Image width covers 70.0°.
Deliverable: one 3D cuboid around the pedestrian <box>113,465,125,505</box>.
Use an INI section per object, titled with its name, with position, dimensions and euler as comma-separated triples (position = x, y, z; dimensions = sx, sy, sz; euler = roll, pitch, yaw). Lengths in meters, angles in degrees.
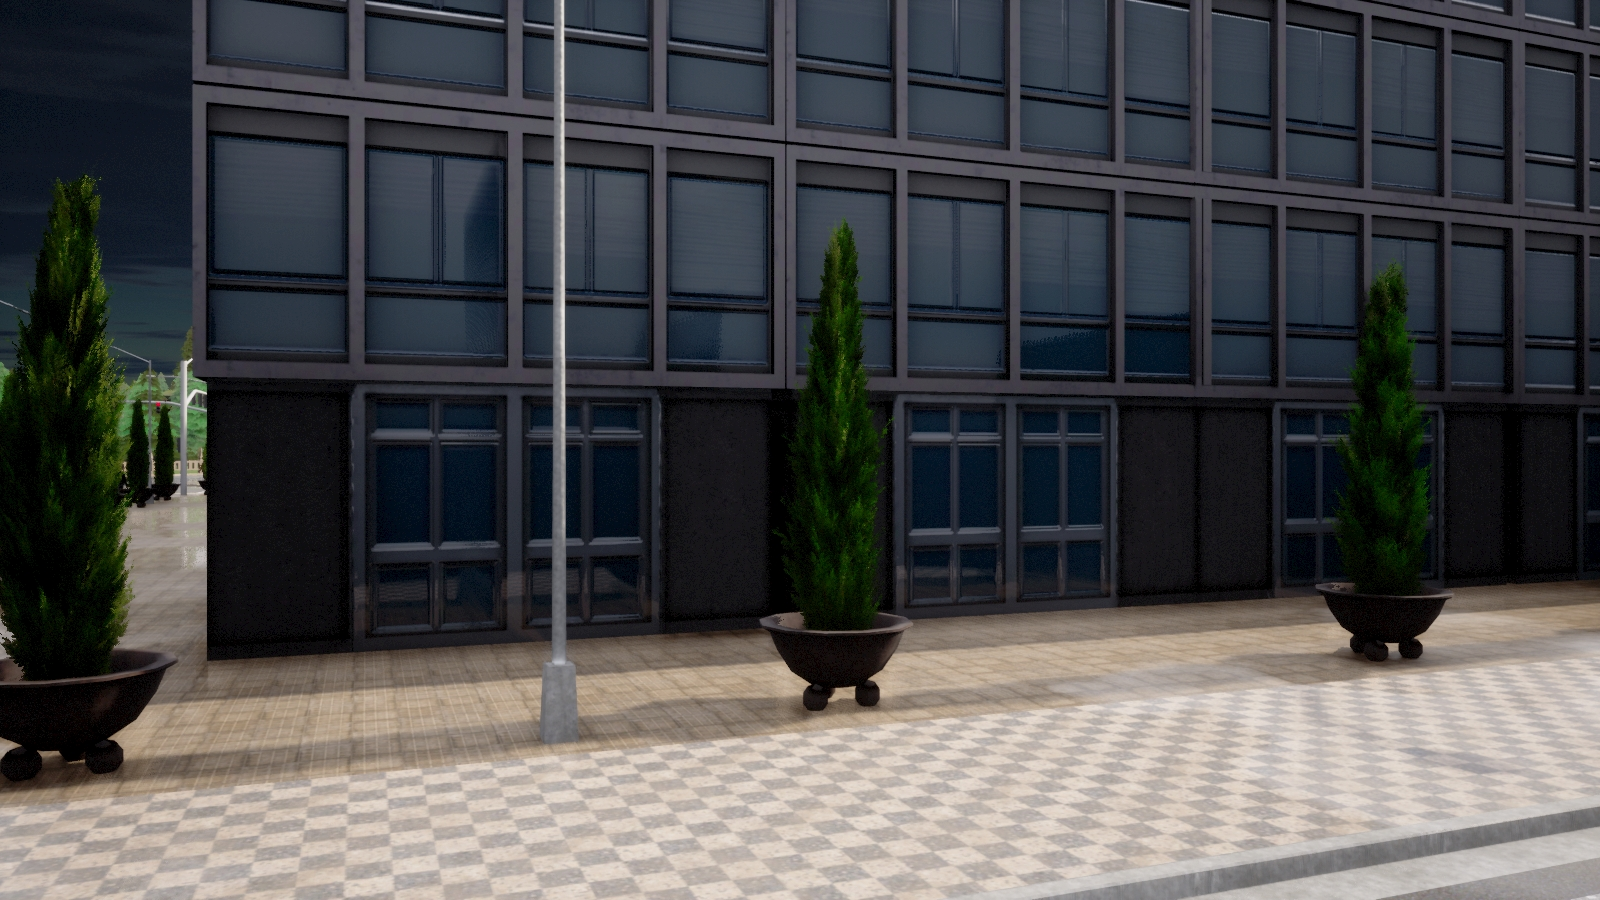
[pedestrian]
position = -31.904, 1.639, 53.503
dimensions = 0.375, 1.860, 0.375
euler = 0, 0, -11
